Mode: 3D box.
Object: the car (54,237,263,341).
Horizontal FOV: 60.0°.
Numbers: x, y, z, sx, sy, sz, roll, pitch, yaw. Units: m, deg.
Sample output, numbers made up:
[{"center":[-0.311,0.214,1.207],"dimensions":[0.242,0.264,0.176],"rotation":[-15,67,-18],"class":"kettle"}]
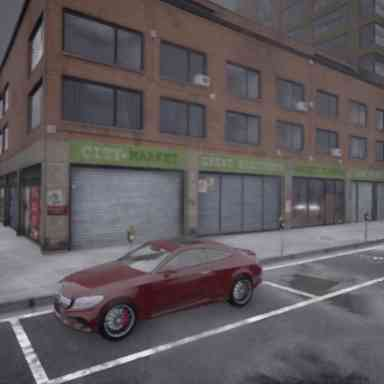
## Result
[{"center":[-0.418,1.584,6.459],"dimensions":[4.206,1.307,1.802],"rotation":[0,1,-35],"class":"car"}]
